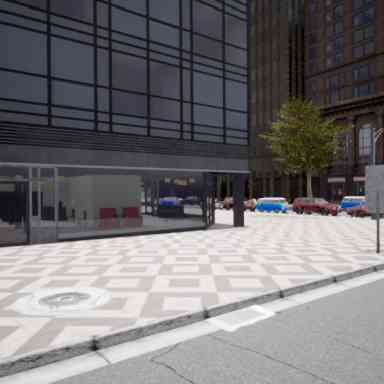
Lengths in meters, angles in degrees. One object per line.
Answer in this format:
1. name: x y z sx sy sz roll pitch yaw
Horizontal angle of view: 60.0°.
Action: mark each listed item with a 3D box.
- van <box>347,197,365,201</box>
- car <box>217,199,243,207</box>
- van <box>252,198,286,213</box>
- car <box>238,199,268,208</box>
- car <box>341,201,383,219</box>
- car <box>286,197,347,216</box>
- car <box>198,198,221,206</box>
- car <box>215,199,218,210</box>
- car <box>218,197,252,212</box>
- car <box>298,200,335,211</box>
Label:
1. van: 19.710 1.453 39.396 1.690 1.788 3.998 -1 0 -35
2. car: 6.551 1.870 57.910 1.887 1.381 4.507 -1 0 -35
3. van: 9.476 1.597 39.077 1.690 1.788 3.998 -1 0 -35
4. car: 9.743 1.801 53.420 1.752 1.417 4.829 -1 0 -35
5. car: 16.064 1.725 29.820 1.802 1.307 4.206 -1 0 -35
6. car: 12.767 1.515 34.448 2.192 1.841 5.009 -1 0 -35
7. car: 3.260 1.926 62.538 2.008 1.369 4.403 -1 0 -35
8. car: 2.899 1.913 48.336 2.008 1.369 4.403 -1 0 -35
9. car: 6.185 1.625 43.706 2.192 1.841 5.009 -1 0 -35
10. car: 16.424 1.734 44.025 1.947 1.339 4.313 -1 0 -35
